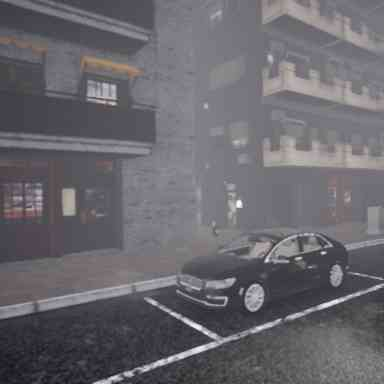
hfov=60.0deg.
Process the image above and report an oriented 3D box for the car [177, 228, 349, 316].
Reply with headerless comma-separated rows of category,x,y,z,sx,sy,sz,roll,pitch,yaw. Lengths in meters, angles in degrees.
car,1.725,1.521,7.342,4.403,1.369,2.008,0,-1,-36
